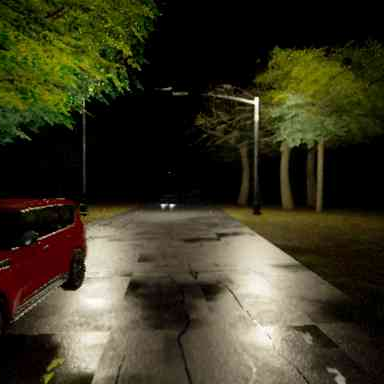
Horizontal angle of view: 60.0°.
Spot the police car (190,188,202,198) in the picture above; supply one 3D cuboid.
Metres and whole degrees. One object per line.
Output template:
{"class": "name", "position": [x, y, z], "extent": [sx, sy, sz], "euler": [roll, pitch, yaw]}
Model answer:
{"class": "police car", "position": [1.113, 0.545, 73.436], "extent": [1.930, 1.638, 5.238], "euler": [0, 1, 0]}

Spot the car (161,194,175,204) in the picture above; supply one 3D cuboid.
{"class": "car", "position": [-3.530, 1.023, 49.597], "extent": [2.033, 1.411, 5.357], "euler": [0, 1, 0]}

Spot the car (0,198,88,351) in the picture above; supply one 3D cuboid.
{"class": "car", "position": [-3.597, 1.170, 5.919], "extent": [2.150, 2.045, 5.566], "euler": [0, 0, 0]}
